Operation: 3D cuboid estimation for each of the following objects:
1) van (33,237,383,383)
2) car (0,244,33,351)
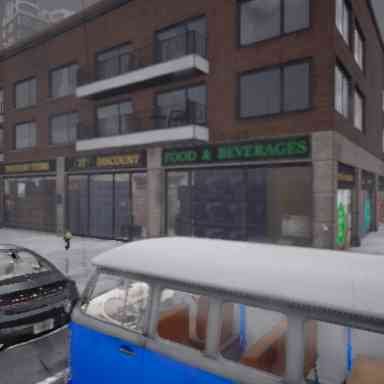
[{"bbox_3d":[0.696,1.347,2.573,3.998,1.788,1.690,-1,0,35],"label":"van"},{"bbox_3d":[-3.786,1.597,5.769,4.403,1.369,2.008,-1,0,35],"label":"car"}]
